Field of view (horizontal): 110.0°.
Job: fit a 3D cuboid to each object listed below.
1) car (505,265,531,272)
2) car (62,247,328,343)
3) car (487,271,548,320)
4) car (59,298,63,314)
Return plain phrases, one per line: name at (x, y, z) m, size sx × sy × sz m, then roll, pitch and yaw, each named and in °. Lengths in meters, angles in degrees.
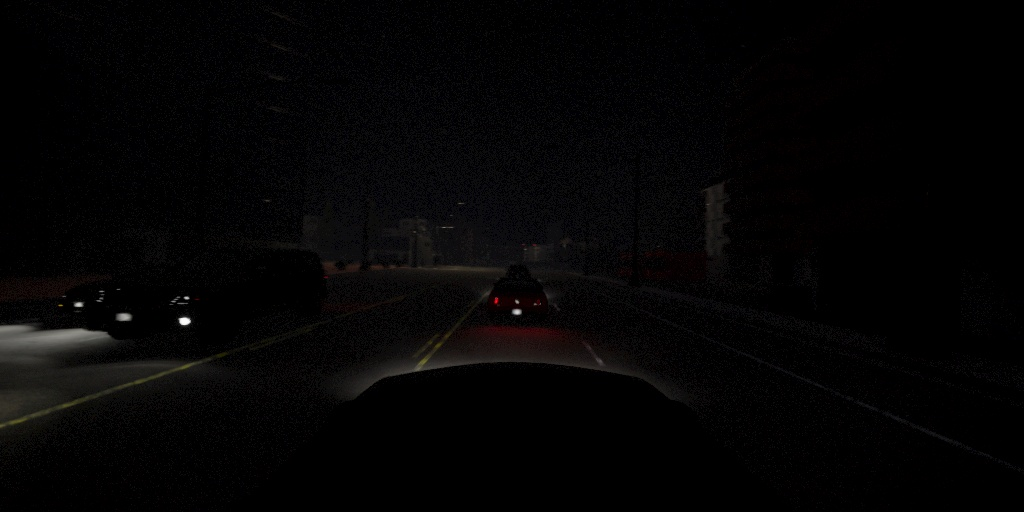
car at (0.498, 1.468, 29.787) m, size 1.837 × 1.490 × 4.892 m, roll 2°, pitch 0°, yaw 1°
car at (-7.046, 0.785, 9.329) m, size 2.150 × 2.045 × 5.566 m, roll 2°, pitch 0°, yaw 1°
car at (0.206, 1.442, 13.219) m, size 1.895 × 1.301 × 4.718 m, roll 2°, pitch 0°, yaw 1°
car at (-10.522, 0.960, 11.173) m, size 1.837 × 1.490 × 4.892 m, roll 2°, pitch 0°, yaw 1°
